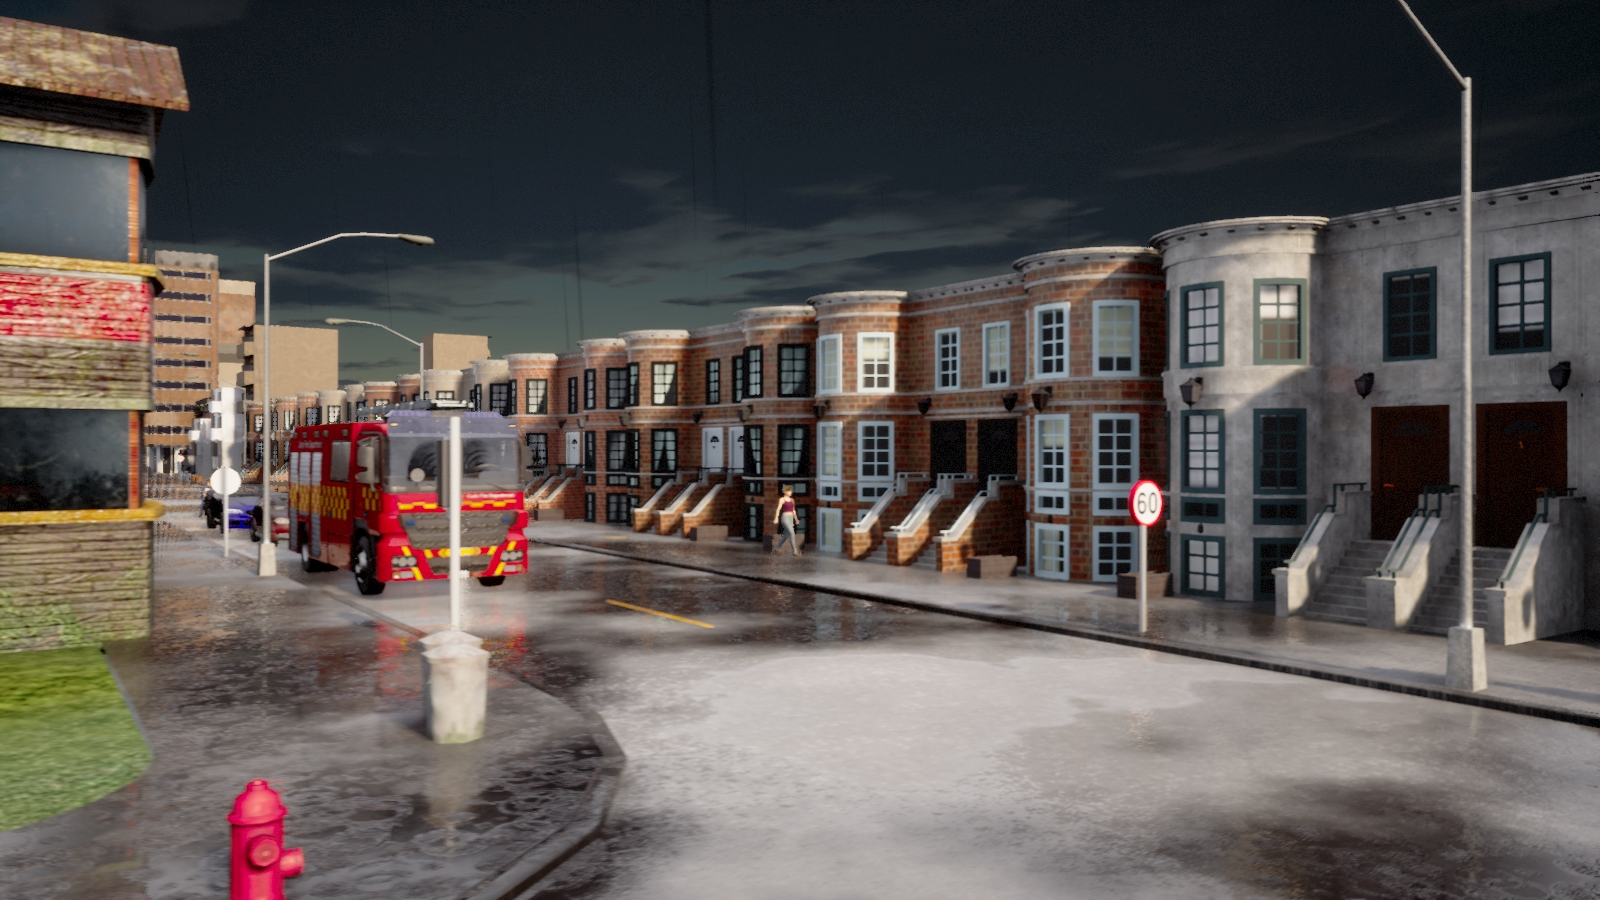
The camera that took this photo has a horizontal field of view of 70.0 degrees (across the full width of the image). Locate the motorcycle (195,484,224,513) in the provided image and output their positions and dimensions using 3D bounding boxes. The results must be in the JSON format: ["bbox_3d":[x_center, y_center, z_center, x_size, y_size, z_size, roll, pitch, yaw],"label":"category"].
[{"bbox_3d":[-24.471,1.993,47.332,0.803,1.145,2.033,0,0,-35],"label":"motorcycle"}]

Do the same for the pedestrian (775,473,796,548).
[{"bbox_3d":[-0.359,1.523,28.840,0.375,1.860,0.375,0,0,-44],"label":"pedestrian"}]

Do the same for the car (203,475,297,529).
[{"bbox_3d":[-19.219,1.747,39.823,2.242,1.667,4.611,0,0,-35],"label":"car"}]

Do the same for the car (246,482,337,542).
[{"bbox_3d":[-15.205,1.798,34.076,1.789,1.549,3.705,0,1,-35],"label":"car"}]

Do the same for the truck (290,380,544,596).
[{"bbox_3d":[-8.511,0.671,24.528,2.891,3.827,8.468,0,0,-35],"label":"truck"}]
